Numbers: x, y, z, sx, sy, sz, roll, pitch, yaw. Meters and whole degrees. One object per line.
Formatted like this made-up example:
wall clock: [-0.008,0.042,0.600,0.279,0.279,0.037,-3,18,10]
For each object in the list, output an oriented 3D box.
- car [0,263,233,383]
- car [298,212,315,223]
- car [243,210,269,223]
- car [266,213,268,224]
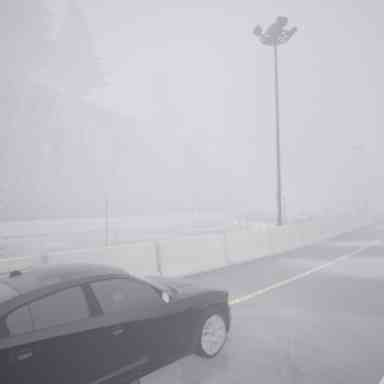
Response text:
car: [-1.451,1.697,4.409,1.882,1.535,5.008,-3,-3,43]
car: [13.037,2.964,38.453,1.812,1.442,4.674,-2,-3,32]
car: [8.703,3.243,44.740,1.882,1.535,5.008,-2,-3,31]
car: [10.367,3.174,40.727,1.895,1.301,4.718,-2,-3,32]
